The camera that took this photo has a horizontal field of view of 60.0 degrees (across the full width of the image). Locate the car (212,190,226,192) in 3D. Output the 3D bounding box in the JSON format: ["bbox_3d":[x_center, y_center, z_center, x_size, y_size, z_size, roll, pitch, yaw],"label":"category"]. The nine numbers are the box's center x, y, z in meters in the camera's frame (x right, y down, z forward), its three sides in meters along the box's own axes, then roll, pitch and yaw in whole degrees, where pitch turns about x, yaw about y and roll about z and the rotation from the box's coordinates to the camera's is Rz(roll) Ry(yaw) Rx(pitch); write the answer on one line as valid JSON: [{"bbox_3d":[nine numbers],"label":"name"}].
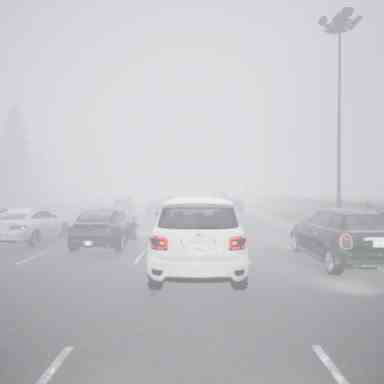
[{"bbox_3d":[3.724,0.818,45.760,2.150,2.045,5.566,0,1,0],"label":"car"}]

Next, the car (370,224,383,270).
[{"bbox_3d":[4.562,1.473,4.279,1.837,1.490,4.892,0,1,0],"label":"car"}]

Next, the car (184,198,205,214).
[{"bbox_3d":[0.224,1.313,32.232,1.895,1.301,4.718,0,1,0],"label":"car"}]

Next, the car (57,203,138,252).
[{"bbox_3d":[-3.352,1.382,13.183,1.837,1.490,4.892,0,1,0],"label":"car"}]

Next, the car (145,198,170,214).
[{"bbox_3d":[-3.276,1.308,32.246,1.895,1.301,4.718,0,1,0],"label":"car"}]

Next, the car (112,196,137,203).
[{"bbox_3d":[-6.771,1.197,33.463,1.837,1.490,4.892,0,1,0],"label":"car"}]

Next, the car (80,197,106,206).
[{"bbox_3d":[-10.265,1.202,34.692,1.812,1.442,4.674,0,1,0],"label":"car"}]

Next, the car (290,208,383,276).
[{"bbox_3d":[4.586,1.265,10.248,2.097,1.767,4.553,0,1,0],"label":"car"}]

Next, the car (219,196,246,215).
[{"bbox_3d":[3.657,1.207,30.829,1.882,1.535,5.008,0,0,1],"label":"car"}]

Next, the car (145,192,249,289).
[{"bbox_3d":[0.132,1.140,9.032,2.150,2.045,5.566,0,1,0],"label":"car"}]

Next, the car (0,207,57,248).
[{"bbox_3d":[-6.862,1.390,14.042,1.812,1.442,4.674,0,1,0],"label":"car"}]
